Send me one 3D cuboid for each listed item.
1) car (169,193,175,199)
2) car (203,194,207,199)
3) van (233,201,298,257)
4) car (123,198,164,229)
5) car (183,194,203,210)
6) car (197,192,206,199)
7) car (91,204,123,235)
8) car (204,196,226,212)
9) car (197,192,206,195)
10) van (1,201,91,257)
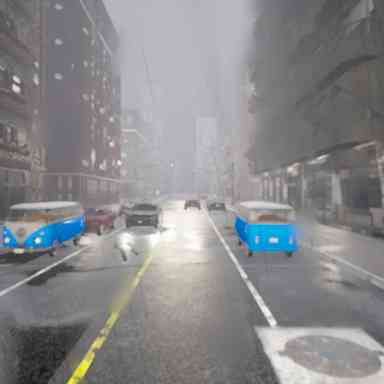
[{"bbox_3d":[-5.388,1.064,90.056,2.008,1.369,4.403,1,0,0],"label":"car"},{"bbox_3d":[2.544,1.310,40.638,1.887,1.381,4.507,1,0,0],"label":"car"},{"bbox_3d":[2.567,1.268,12.282,1.690,1.788,3.998,1,0,0],"label":"van"},{"bbox_3d":[-2.861,1.354,20.787,1.882,1.535,5.008,0,0,0],"label":"car"},{"bbox_3d":[0.061,1.297,39.530,1.812,1.442,4.674,0,0,0],"label":"car"},{"bbox_3d":[2.544,0.835,88.637,2.192,1.841,5.009,1,0,0],"label":"car"},{"bbox_3d":[-5.286,1.438,17.921,1.887,1.381,4.507,1,0,0],"label":"car"},{"bbox_3d":[2.548,1.363,34.967,1.947,1.339,4.313,1,0,0],"label":"car"},{"bbox_3d":[2.646,1.112,78.693,1.887,1.381,4.507,1,0,0],"label":"car"},{"bbox_3d":[-5.280,1.267,12.248,1.690,1.788,3.998,1,0,0],"label":"van"}]
